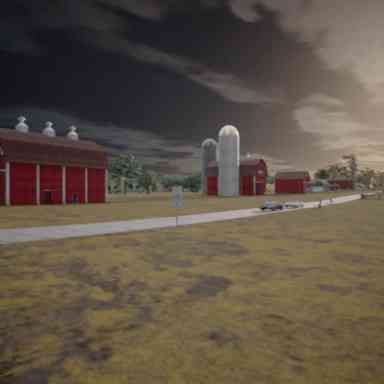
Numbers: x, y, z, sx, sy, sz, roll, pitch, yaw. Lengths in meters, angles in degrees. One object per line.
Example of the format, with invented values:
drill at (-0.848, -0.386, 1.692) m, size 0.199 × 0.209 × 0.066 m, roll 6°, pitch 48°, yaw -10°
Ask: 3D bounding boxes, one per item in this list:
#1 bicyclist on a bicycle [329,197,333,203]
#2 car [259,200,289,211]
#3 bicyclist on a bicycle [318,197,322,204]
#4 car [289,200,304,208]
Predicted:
bicyclist on a bicycle at (29.915, 1.579, 71.557) m, size 0.866 × 1.612 × 1.509 m, roll 0°, pitch 1°, yaw 35°
car at (11.151, 1.891, 46.289) m, size 2.033 × 1.411 × 5.357 m, roll 0°, pitch 0°, yaw 36°
bicyclist on a bicycle at (24.718, 1.691, 64.218) m, size 0.582 × 1.620 × 1.656 m, roll 0°, pitch 0°, yaw 35°
car at (16.678, 1.907, 54.179) m, size 1.895 × 1.301 × 4.718 m, roll 0°, pitch 0°, yaw 35°
